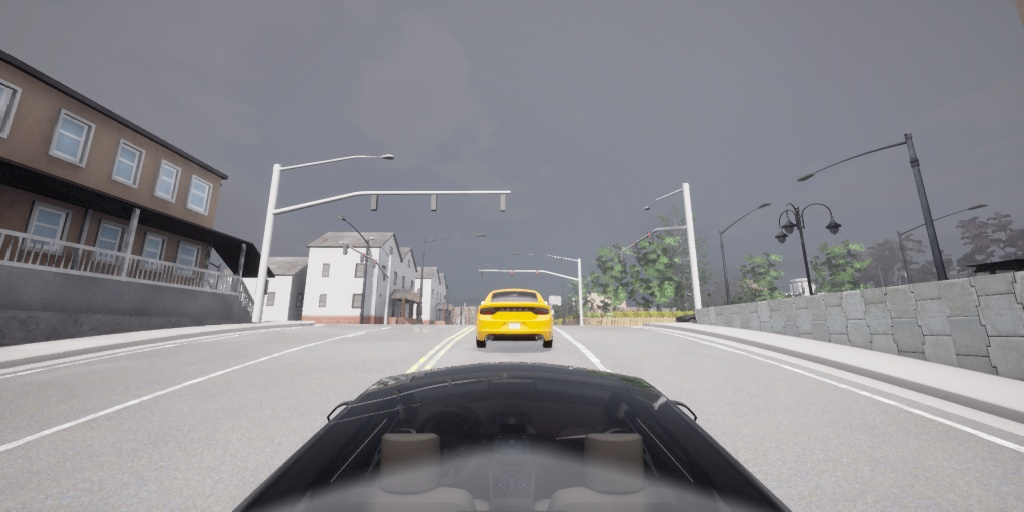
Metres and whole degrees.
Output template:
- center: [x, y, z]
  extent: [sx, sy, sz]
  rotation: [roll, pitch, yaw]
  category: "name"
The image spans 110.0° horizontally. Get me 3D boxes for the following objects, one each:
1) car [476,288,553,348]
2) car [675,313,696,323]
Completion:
- center: [0.069, 1.723, 10.549]
  extent: [1.882, 1.535, 5.008]
  rotation: [0, -7, 0]
  category: "car"
- center: [16.485, 5.262, 30.397]
  extent: [5.008, 1.535, 1.882]
  rotation: [0, -12, 1]
  category: "car"
